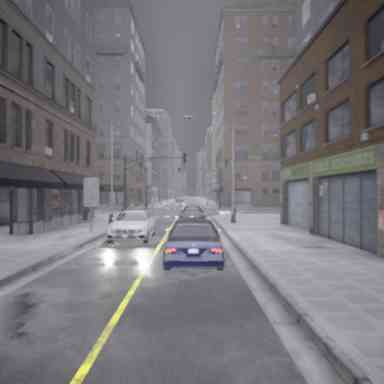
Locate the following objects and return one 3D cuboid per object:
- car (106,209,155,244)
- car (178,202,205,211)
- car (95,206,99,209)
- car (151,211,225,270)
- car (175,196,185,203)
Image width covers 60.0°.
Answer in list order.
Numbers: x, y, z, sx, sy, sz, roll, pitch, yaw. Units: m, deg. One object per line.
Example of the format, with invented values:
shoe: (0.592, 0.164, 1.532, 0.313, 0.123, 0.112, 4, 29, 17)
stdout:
car: (-2.850, 1.611, 16.409, 1.812, 1.442, 4.674, 0, 0, 0)
car: (0.031, 1.695, 25.161, 1.994, 1.385, 4.181, 0, 0, 0)
car: (-14.802, 1.776, 45.053, 4.313, 1.339, 1.947, 0, 0, 0)
car: (0.051, 1.606, 11.214, 2.033, 1.411, 5.357, 0, 0, 0)
car: (-2.852, 1.778, 79.681, 2.097, 1.767, 4.553, 0, 0, 0)
